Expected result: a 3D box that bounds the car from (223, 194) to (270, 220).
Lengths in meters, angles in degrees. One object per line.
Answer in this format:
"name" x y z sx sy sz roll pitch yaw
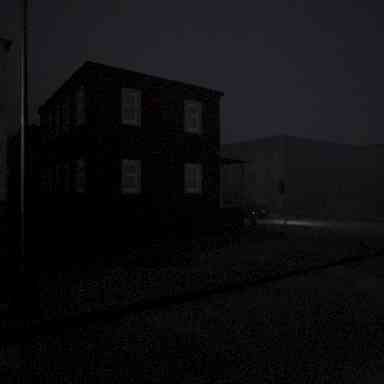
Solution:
"car" 4.071 1.203 28.473 2.150 2.045 5.566 0 0 -35
